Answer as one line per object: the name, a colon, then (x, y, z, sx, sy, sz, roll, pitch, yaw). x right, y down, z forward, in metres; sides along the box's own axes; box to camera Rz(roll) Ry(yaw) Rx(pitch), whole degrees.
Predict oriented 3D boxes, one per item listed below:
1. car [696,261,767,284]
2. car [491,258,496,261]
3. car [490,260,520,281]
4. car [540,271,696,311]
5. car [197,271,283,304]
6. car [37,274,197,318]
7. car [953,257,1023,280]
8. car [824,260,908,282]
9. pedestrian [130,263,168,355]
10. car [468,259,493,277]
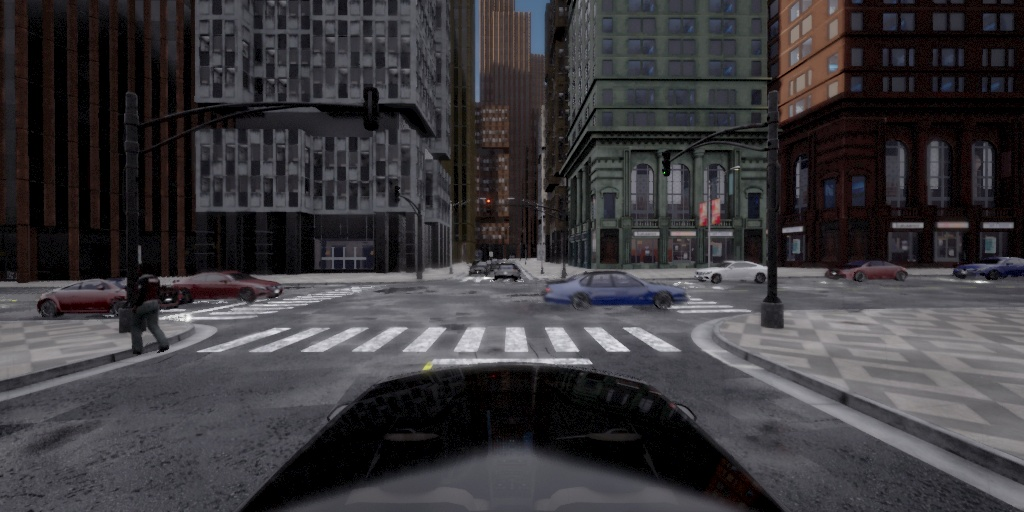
car: (14.596, 1.037, 23.793, 4.674, 1.442, 1.812, -1, 0, -1)
car: (-3.318, 1.223, 45.458, 1.837, 1.490, 4.892, 0, 0, 0)
car: (-0.382, 1.301, 30.003, 1.994, 1.385, 4.181, 0, 0, 4)
car: (3.806, 1.280, 13.826, 5.357, 1.411, 2.033, -1, 0, 0)
car: (-13.505, 1.444, 17.019, 4.674, 1.442, 1.812, -1, 0, 0)
car: (-15.168, 1.521, 13.748, 4.181, 1.385, 1.994, -1, 0, 0)
car: (32.377, 0.811, 23.840, 4.674, 1.442, 1.812, -1, 0, -1)
car: (23.418, 0.962, 23.818, 4.181, 1.385, 1.994, -1, 0, 0)
pedestrian: (-7.343, 1.042, 7.205, 0.375, 1.860, 0.375, 0, 0, 0)
car: (-3.233, 1.237, 35.993, 1.837, 1.490, 4.892, 0, 0, -1)
